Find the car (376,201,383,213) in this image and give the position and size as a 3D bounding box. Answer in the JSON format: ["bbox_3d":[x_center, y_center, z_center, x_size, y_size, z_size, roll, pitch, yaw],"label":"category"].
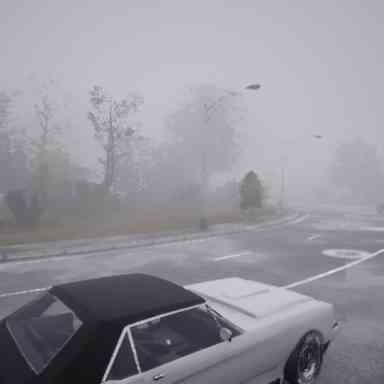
[{"bbox_3d":[21.729,1.718,36.470,2.128,1.511,4.902,1,0,15],"label":"car"}]

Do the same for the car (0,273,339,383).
[{"bbox_3d":[-0.401,1.622,3.627,4.718,1.301,1.895,0,0,-38],"label":"car"}]
